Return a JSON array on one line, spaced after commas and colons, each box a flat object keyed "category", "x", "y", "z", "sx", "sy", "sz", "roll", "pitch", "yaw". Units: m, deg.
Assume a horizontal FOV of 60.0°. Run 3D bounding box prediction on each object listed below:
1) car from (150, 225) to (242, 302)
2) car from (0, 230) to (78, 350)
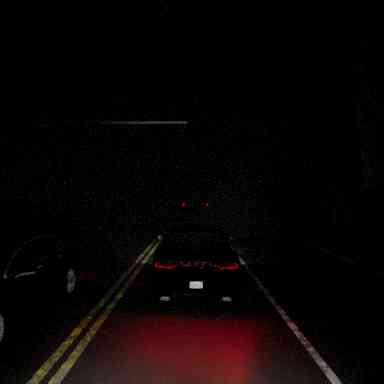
[{"category": "car", "x": 0.082, "y": 1.594, "z": 8.598, "sx": 1.882, "sy": 1.535, "sz": 5.008, "roll": 1, "pitch": -1, "yaw": 0}, {"category": "car", "x": -3.587, "y": 1.537, "z": 5.999, "sx": 1.837, "sy": 1.490, "sz": 4.892, "roll": 0, "pitch": 0, "yaw": 0}]
